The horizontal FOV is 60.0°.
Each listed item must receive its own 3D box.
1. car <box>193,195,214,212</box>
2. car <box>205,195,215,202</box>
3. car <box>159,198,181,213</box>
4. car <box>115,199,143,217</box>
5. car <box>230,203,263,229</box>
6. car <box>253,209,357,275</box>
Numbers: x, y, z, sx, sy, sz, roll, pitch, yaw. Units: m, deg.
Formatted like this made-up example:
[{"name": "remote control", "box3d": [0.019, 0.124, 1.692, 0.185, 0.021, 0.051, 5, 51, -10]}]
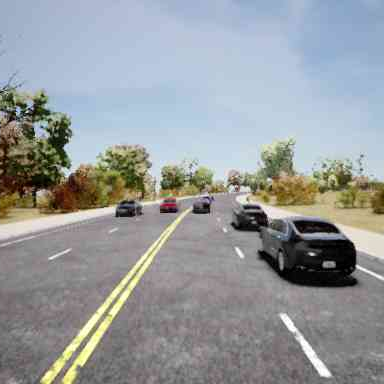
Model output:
[{"name": "car", "box3d": [1.121, 1.436, 37.307, 2.128, 1.511, 4.902, 0, 0, 3]}, {"name": "car", "box3d": [3.962, 1.374, 73.591, 1.994, 1.385, 4.181, 0, 0, 6]}, {"name": "car", "box3d": [-2.335, 1.428, 36.102, 1.882, 1.535, 5.008, 0, 0, 3]}, {"name": "car", "box3d": [-5.835, 1.466, 31.233, 1.837, 1.490, 4.892, 0, 0, 3]}, {"name": "car", "box3d": [3.606, 1.482, 21.346, 1.837, 1.490, 4.892, 0, 0, 2]}, {"name": "car", "box3d": [3.341, 1.498, 10.422, 1.837, 1.490, 4.892, 0, 0, 1]}]
